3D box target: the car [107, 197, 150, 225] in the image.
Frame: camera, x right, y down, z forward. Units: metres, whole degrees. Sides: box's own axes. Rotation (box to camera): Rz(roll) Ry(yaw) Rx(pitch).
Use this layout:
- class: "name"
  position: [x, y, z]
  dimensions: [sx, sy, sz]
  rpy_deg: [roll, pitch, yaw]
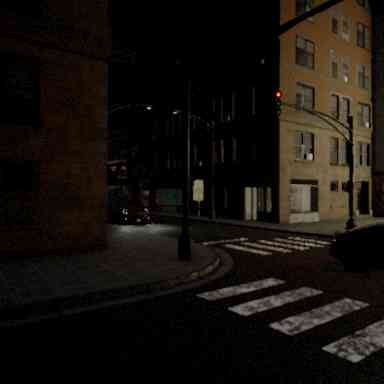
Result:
- class: "car"
  position: [-4.810, 1.276, 23.673]
  dimensions: [2.097, 1.767, 4.553]
  rpy_deg: [0, 0, -36]

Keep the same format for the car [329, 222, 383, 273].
- class: "car"
  position: [5.962, 1.551, 8.698]
  dimensions: [1.812, 1.442, 4.674]
  rpy_deg: [0, 0, -36]
